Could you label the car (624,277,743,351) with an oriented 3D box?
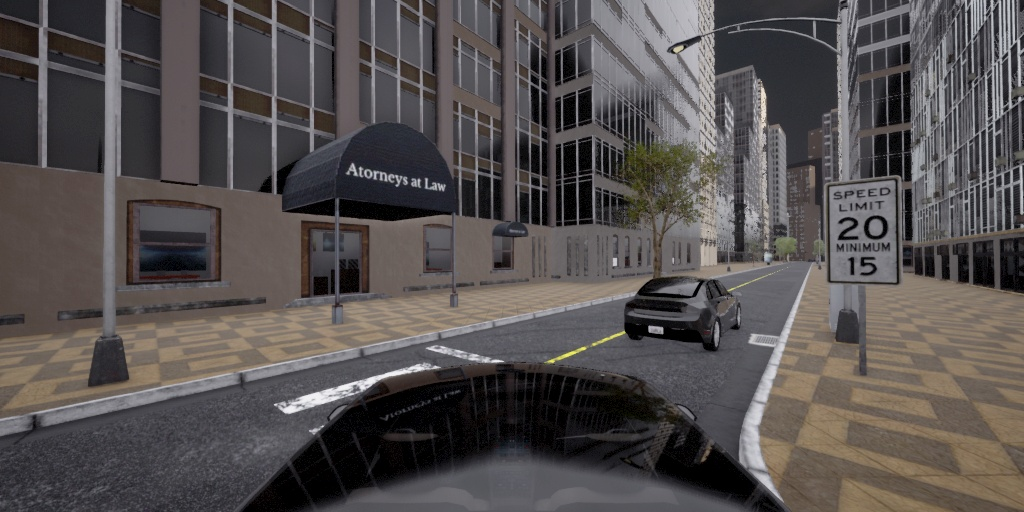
[{"bbox_3d":[4.488,1.257,9.145,1.837,1.490,4.892,-1,0,40],"label":"car"}]
